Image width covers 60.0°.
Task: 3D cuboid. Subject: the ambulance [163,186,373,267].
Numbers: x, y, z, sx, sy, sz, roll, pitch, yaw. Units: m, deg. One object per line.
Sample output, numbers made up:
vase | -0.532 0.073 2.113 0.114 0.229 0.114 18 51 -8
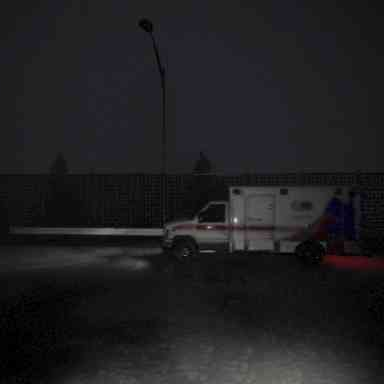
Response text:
ambulance | 2.252 1.030 11.103 6.366 2.431 2.351 0 0 5
